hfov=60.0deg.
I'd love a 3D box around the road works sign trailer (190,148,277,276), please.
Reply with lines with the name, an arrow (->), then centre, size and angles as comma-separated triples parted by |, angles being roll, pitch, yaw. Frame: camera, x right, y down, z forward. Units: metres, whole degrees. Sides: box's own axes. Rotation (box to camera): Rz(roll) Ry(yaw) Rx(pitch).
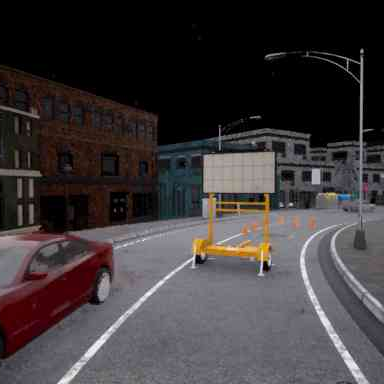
road works sign trailer -> 1.522, 0.461, 10.620 | 2.380, 3.560, 2.880 | 0, 0, 24

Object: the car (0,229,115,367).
car -> -2.924, 1.467, 5.387 | 1.882, 1.535, 5.008 | 0, 0, 10

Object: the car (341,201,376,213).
car -> 19.297, 1.665, 38.515 | 4.718, 1.301, 1.895 | 0, 1, -37
